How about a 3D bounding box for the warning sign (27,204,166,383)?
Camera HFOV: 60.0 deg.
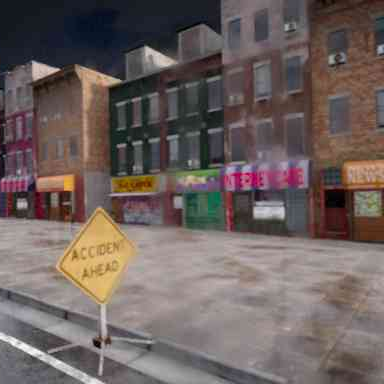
[{"bbox_3d":[-1.204,1.121,4.362,1.060,1.860,1.300,-2,0,36],"label":"warning sign"}]
